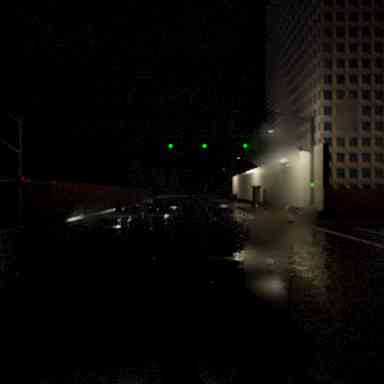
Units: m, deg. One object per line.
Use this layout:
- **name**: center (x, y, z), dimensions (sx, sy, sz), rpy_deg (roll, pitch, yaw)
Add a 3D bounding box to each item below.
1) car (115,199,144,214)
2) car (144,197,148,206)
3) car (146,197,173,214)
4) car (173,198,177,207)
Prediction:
- **car**: center (-6.934, 1.494, 35.956), dimensions (2.128, 1.511, 4.902), rpy_deg (0, 0, 0)
- **car**: center (-6.824, 1.526, 53.464), dimensions (1.812, 1.442, 4.674), rpy_deg (0, 0, 1)
- **car**: center (-3.435, 1.504, 35.801), dimensions (1.837, 1.490, 4.892), rpy_deg (0, 0, 0)
- **car**: center (-3.337, 1.562, 52.442), dimensions (1.994, 1.385, 4.181), rpy_deg (0, 0, 1)
